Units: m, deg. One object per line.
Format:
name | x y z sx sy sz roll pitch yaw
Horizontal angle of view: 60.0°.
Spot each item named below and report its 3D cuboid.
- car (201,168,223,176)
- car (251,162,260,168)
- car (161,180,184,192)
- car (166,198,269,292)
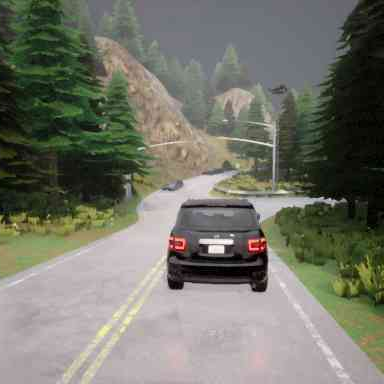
car | 3.886 -3.872 63.035 2.033 1.411 5.357 3 10 34
car | 15.128 -5.923 73.195 4.181 1.385 1.994 -8 8 -26
car | -2.565 -0.965 45.919 2.033 1.411 5.357 1 9 15
car | 0.704 1.172 9.001 2.150 2.045 5.566 0 0 5
